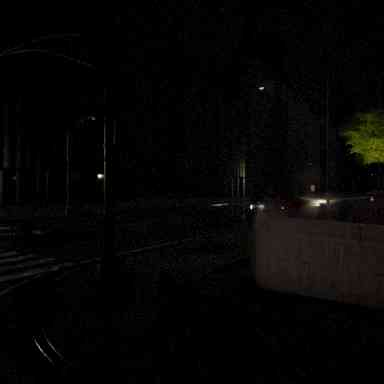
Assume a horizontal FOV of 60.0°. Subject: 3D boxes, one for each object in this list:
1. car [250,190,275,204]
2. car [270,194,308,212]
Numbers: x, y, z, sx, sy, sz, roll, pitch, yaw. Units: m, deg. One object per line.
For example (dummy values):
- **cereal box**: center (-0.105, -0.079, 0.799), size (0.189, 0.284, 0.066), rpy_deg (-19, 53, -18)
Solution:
- **car**: center (10.768, 0.698, 49.954), size (2.150, 2.045, 5.566), rpy_deg (0, 1, 35)
- **car**: center (9.292, 1.151, 30.876), size (1.837, 1.490, 4.892), rpy_deg (0, 1, 35)
